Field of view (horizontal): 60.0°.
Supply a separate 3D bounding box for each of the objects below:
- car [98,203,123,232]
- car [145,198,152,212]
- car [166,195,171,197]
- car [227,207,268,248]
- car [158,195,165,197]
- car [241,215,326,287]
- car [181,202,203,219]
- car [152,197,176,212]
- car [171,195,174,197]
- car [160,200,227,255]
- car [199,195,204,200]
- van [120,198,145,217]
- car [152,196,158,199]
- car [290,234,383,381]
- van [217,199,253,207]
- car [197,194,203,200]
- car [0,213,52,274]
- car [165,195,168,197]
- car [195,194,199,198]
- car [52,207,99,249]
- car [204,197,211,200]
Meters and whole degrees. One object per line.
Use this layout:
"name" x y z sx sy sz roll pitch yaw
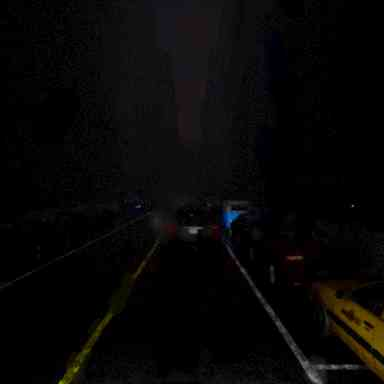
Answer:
"car" -5.823 1.594 20.364 1.887 1.381 4.507 0 0 0
"car" -5.878 1.673 37.169 1.802 1.307 4.206 0 0 0
"car" -5.968 1.476 65.178 2.192 1.841 5.009 0 0 0
"car" 2.720 1.581 14.798 1.887 1.381 4.507 0 0 0
"car" -5.932 1.573 53.975 1.967 1.590 4.097 0 0 0
"car" 2.739 1.568 9.197 1.887 1.381 4.507 0 0 0
"car" -0.004 1.676 30.496 1.895 1.301 4.718 0 0 0
"car" -3.219 1.603 39.526 1.837 1.490 4.892 0 -1 0
"car" -6.004 1.506 76.382 2.192 1.841 5.009 0 0 0
"car" 0.044 1.385 13.577 2.097 1.767 4.553 0 0 0
"car" 2.593 1.678 54.013 1.887 1.381 4.507 0 0 0
"van" -5.859 1.418 31.569 1.690 1.788 3.998 0 0 0
"car" -5.896 1.545 42.771 1.967 1.590 4.097 0 0 0
"car" 2.756 1.535 3.764 1.752 1.417 4.829 0 0 0
"van" 2.703 1.391 20.401 1.690 1.788 3.998 0 0 0
"car" 2.538 1.742 70.820 1.947 1.339 4.313 0 0 0
"car" -5.786 1.462 9.161 1.967 1.590 4.097 0 0 0
"car" -5.951 1.712 59.576 1.947 1.339 4.313 0 0 0
"car" 2.501 1.759 82.023 2.008 1.369 4.403 0 0 0
"car" -5.805 1.580 14.762 1.887 1.381 4.507 0 0 0
"car" 2.648 1.532 37.207 1.967 1.590 4.097 0 0 0
